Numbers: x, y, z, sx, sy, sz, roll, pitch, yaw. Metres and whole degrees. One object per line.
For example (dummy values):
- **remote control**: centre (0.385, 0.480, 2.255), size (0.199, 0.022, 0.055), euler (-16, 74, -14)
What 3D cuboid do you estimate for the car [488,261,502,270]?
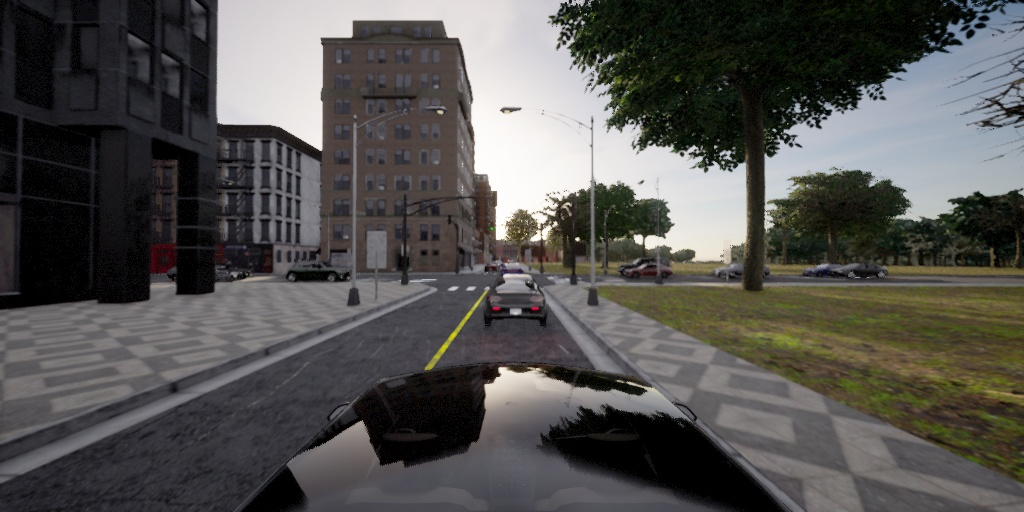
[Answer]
- **car**: centre (-2.853, 1.609, 60.860), size (2.033, 1.411, 5.357), euler (0, 0, 0)

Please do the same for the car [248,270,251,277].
- **car**: centre (-25.767, 1.368, 31.565), size (4.892, 1.490, 1.837), euler (0, -1, 0)

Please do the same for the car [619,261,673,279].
- **car**: centre (13.292, 1.455, 35.058), size (4.674, 1.442, 1.812), euler (0, -1, -3)

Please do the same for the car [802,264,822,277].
- **car**: centre (33.759, 1.526, 38.344), size (4.674, 1.442, 1.812), euler (0, -1, 0)

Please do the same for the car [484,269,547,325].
- **car**: centre (0.102, 1.319, 11.828), size (1.812, 1.442, 4.674), euler (0, 0, 0)

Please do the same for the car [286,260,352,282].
- **car**: centre (-15.142, 1.164, 28.333), size (4.553, 1.767, 2.097), euler (0, -1, 0)

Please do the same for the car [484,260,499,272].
- **car**: centre (-2.902, 1.597, 51.214), size (1.895, 1.301, 4.718), euler (0, 0, 1)

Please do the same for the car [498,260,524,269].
- **car**: centre (-0.004, 1.355, 30.547), size (1.882, 1.535, 5.008), euler (0, 0, -1)

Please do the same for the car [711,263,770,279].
- **car**: centre (22.490, 1.430, 35.087), size (4.902, 1.511, 2.128), euler (0, -1, 0)

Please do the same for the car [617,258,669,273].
- **car**: centre (14.121, 1.198, 38.330), size (5.566, 2.045, 2.150), euler (0, -1, 0)

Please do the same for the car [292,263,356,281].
- **car**: centre (-16.512, 1.385, 31.584), size (4.674, 1.442, 1.812), euler (0, -1, -1)

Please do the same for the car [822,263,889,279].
- **car**: centre (33.808, 1.459, 35.094), size (4.892, 1.490, 1.837), euler (0, -1, 0)

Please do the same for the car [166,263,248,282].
- **car**: centre (-24.279, 1.307, 28.317), size (4.902, 1.511, 2.128), euler (0, -1, 0)
